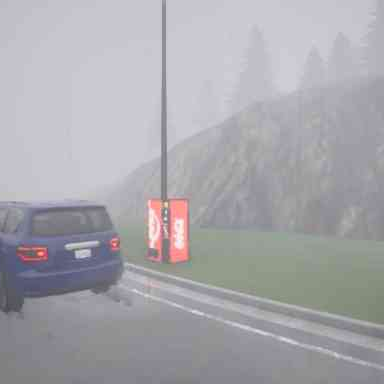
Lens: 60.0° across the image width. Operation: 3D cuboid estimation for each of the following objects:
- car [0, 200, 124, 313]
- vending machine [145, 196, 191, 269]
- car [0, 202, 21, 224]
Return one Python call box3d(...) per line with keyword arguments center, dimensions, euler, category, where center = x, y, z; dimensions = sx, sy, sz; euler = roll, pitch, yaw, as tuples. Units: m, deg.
box3d(center=(-3.801, 1.220, 8.011), dimensions=(2.150, 2.045, 5.566), euler=(0, 0, -43), category="car")
box3d(center=(-0.750, 1.195, 10.333), dimensions=(1.100, 2.100, 0.880), euler=(0, 0, -42), category="vending machine")
box3d(center=(-14.107, 1.525, 25.411), dimensions=(1.812, 1.442, 4.674), euler=(0, 0, -26), category="car")
